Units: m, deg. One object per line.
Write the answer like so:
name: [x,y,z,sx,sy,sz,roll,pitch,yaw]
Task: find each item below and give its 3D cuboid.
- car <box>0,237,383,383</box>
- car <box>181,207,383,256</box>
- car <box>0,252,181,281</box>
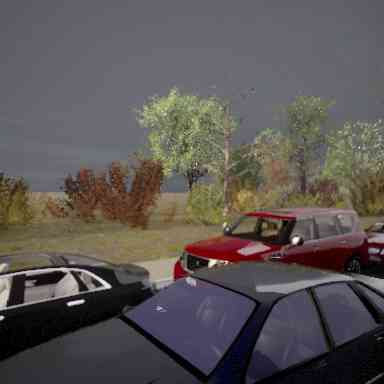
car: [0.662,1.547,3.524,5.357,1.411,2.033,0,0,-35]
car: [2.042,1.314,7.536,5.009,1.841,2.192,0,1,-35]
car: [-2.565,1.551,4.260,4.403,1.369,2.008,0,1,-35]
